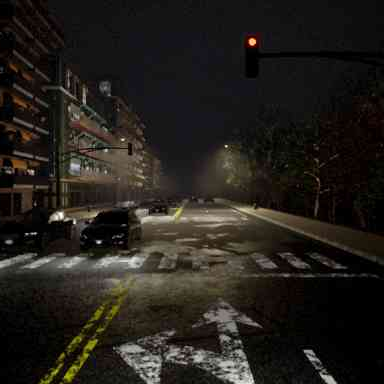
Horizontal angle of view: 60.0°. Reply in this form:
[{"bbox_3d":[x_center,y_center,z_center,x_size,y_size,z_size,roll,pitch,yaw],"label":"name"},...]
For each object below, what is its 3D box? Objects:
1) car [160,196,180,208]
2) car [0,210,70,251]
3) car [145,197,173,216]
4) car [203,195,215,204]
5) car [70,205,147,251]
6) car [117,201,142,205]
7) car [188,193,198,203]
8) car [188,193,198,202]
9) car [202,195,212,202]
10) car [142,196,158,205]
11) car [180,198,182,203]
[{"bbox_3d":[-3.189,1.514,48.660,1.837,1.490,4.892,0,0,0],"label":"car"},{"bbox_3d":[-6.565,1.548,14.391,2.128,1.511,4.902,0,0,0],"label":"car"},{"bbox_3d":[-3.240,1.508,33.250,1.837,1.490,4.892,0,0,0],"label":"car"},{"bbox_3d":[3.464,1.524,66.049,1.837,1.490,4.892,0,0,0],"label":"car"},{"bbox_3d":[-3.314,1.546,14.289,1.837,1.490,4.892,0,0,0],"label":"car"},{"bbox_3d":[-6.507,1.604,32.539,1.895,1.301,4.718,0,0,0],"label":"car"},{"bbox_3d":[0.316,1.511,66.466,2.128,1.511,4.902,0,0,0],"label":"car"},{"bbox_3d":[0.249,1.253,76.556,2.150,2.045,5.566,0,0,0],"label":"car"},{"bbox_3d":[3.498,1.497,76.468,2.033,1.411,5.357,0,0,0],"label":"car"},{"bbox_3d":[-6.443,1.610,47.864,1.895,1.301,4.718,0,0,0],"label":"car"},{"bbox_3d":[-3.049,1.549,66.963,1.812,1.442,4.674,0,0,1],"label":"car"}]
